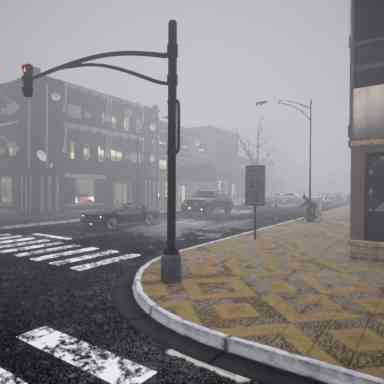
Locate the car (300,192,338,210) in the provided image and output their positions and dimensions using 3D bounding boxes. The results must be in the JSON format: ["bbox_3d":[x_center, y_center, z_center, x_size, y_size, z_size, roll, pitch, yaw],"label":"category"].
[{"bbox_3d":[12.658,0.993,33.059,2.008,1.369,4.403,2,2,35],"label":"car"}]

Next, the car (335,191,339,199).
[{"bbox_3d":[18.538,0.788,46.308,1.895,1.301,4.718,1,1,35],"label":"car"}]

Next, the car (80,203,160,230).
[{"bbox_3d":[-4.062,1.334,19.289,1.895,1.301,4.718,1,1,35],"label":"car"}]

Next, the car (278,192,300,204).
[{"bbox_3d":[12.961,0.771,43.792,1.812,1.442,4.674,1,1,34],"label":"car"}]

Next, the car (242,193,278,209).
[{"bbox_3d":[7.088,1.014,35.379,1.895,1.301,4.718,1,1,35],"label":"car"}]

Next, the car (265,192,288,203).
[{"bbox_3d":[12.109,0.767,47.234,1.802,1.307,4.206,2,2,35],"label":"car"}]

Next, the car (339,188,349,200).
[{"bbox_3d":[24.218,0.572,54.545,2.033,1.411,5.357,1,1,36],"label":"car"}]

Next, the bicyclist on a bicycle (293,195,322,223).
[{"bbox_3d":[6.785,1.003,19.589,1.656,1.620,0.582,0,1,35],"label":"bicyclist on a bicycle"}]

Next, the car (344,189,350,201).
[{"bbox_3d":[25.417,0.619,51.680,1.887,1.381,4.507,2,2,35],"label":"car"}]

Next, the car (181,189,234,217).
[{"bbox_3d":[1.379,0.798,27.130,2.150,2.045,5.566,1,1,35],"label":"car"}]

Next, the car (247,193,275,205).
[{"bbox_3d":[8.870,0.821,42.612,1.887,1.381,4.507,2,2,35],"label":"car"}]
